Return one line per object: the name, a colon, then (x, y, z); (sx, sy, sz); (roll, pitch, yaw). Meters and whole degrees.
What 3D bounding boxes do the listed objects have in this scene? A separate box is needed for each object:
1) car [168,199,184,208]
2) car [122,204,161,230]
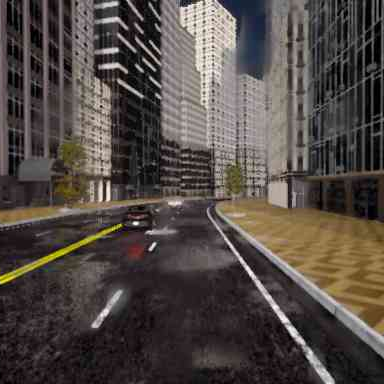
car: (-2.306, 1.632, 49.011); (1.895, 1.301, 4.718); (0, 0, 5)
car: (-3.149, 1.513, 21.076); (1.837, 1.490, 4.892); (0, 0, 0)
